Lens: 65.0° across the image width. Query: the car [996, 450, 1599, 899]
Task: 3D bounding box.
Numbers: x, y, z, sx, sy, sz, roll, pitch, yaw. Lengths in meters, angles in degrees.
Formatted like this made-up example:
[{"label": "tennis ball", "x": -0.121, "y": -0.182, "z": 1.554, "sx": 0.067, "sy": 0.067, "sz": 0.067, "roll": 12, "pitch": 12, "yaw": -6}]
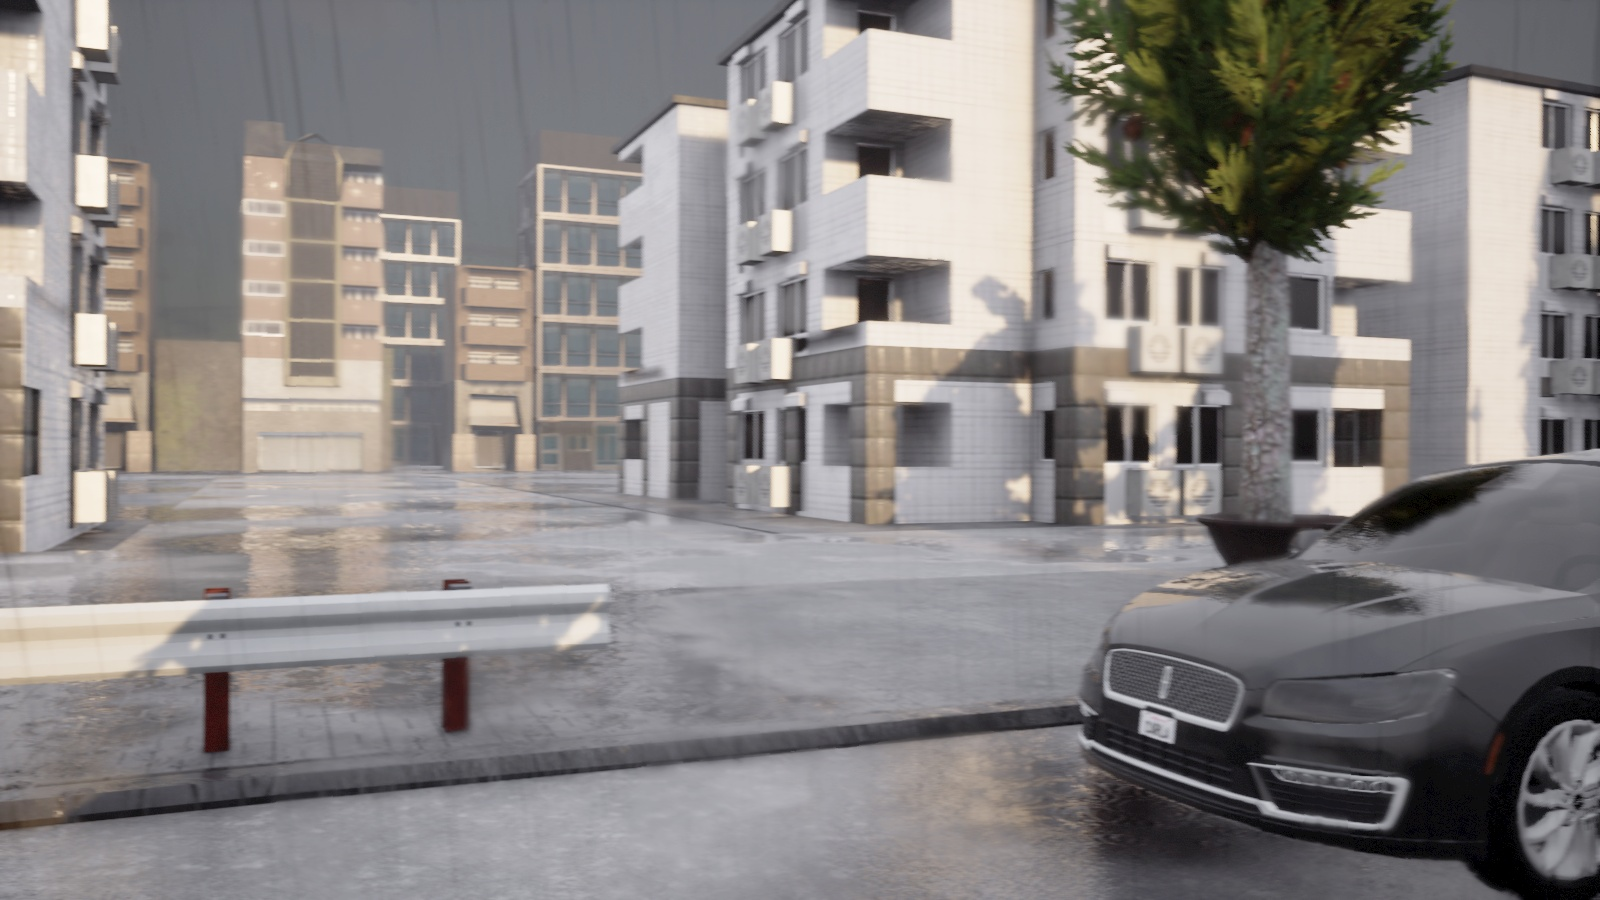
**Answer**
[{"label": "car", "x": 3.446, "y": 0.746, "z": 5.479, "sx": 4.892, "sy": 1.490, "sz": 1.837, "roll": 0, "pitch": 0, "yaw": -23}]
